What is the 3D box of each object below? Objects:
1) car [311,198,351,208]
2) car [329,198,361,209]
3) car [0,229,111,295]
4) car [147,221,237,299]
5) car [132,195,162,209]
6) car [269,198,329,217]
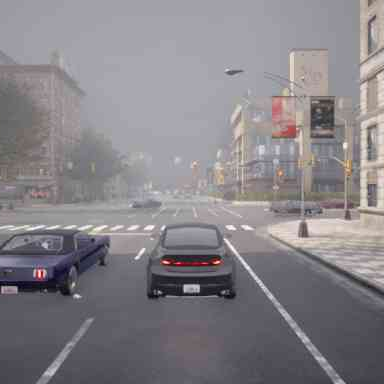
[{"bbox_3d":[19.296,1.525,46.290,4.674,1.442,1.812,0,0,0],"label":"car"},{"bbox_3d":[19.339,1.600,42.791,4.718,1.301,1.895,0,0,0],"label":"car"},{"bbox_3d":[-3.516,1.601,8.634,1.895,1.301,4.718,0,0,0],"label":"car"},{"bbox_3d":[-0.016,1.505,8.455,1.837,1.490,4.892,0,0,0],"label":"car"},{"bbox_3d":[-5.952,1.547,44.533,2.033,1.411,5.357,0,0,23],"label":"car"},{"bbox_3d":[9.664,1.491,31.033,4.902,1.511,2.128,0,0,0],"label":"car"}]
